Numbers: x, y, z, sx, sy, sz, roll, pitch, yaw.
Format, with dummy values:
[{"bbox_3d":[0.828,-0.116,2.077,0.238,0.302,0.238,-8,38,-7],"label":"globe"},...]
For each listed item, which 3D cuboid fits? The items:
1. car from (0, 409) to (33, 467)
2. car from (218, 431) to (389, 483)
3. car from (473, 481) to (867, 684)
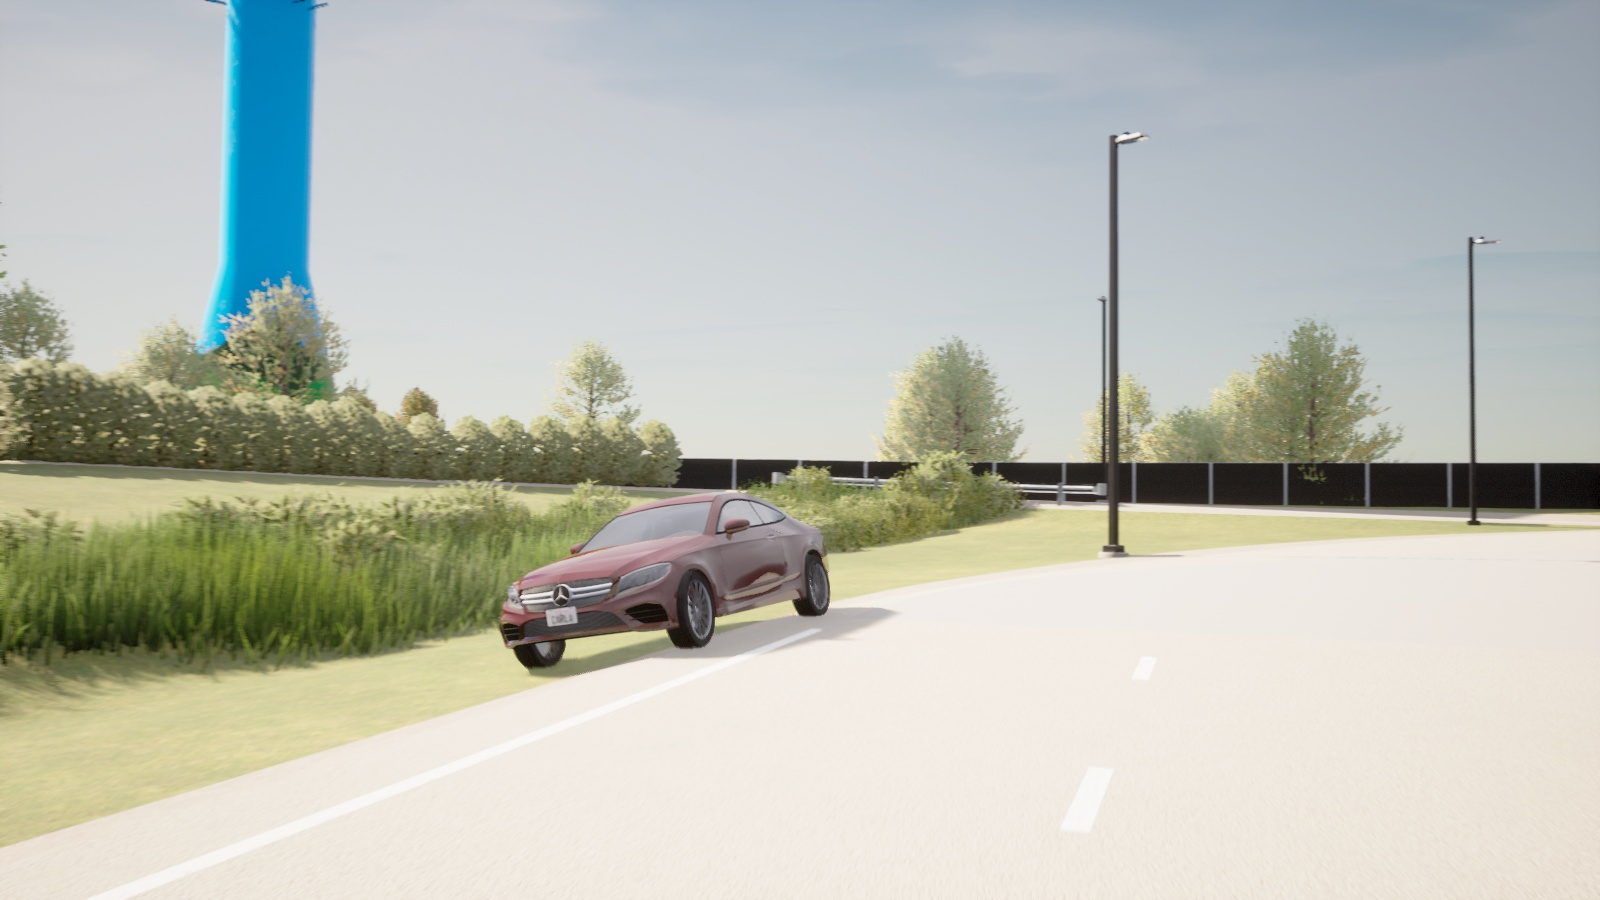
[{"bbox_3d":[-22.114,-0.407,31.568,1.812,1.442,4.674,-1,-4,21],"label":"car"},{"bbox_3d":[-17.702,0.303,44.953,5.366,1.575,1.801,3,-4,-40],"label":"car"},{"bbox_3d":[-1.046,1.199,12.803,1.812,1.442,4.674,-11,-5,22],"label":"car"}]
